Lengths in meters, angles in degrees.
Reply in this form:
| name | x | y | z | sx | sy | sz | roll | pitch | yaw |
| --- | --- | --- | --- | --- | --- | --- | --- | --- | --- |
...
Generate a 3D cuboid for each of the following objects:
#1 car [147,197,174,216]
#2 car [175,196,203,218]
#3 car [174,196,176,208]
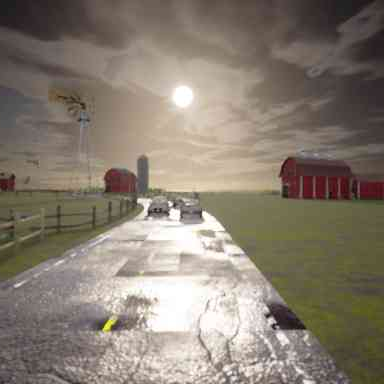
| name | x | y | z | sx | sy | sz | roll | pitch | yaw |
| --- | --- | --- | --- | --- | --- | --- | --- | --- | --- |
| car | -3.004 | 1.414 | 30.779 | 1.994 | 1.385 | 4.181 | 0 | 0 | -2 |
| car | -0.129 | 1.357 | 28.314 | 2.128 | 1.511 | 4.902 | 0 | 0 | -2 |
| car | -1.713 | 1.279 | 44.707 | 1.837 | 1.490 | 4.892 | 0 | 1 | -9 |
